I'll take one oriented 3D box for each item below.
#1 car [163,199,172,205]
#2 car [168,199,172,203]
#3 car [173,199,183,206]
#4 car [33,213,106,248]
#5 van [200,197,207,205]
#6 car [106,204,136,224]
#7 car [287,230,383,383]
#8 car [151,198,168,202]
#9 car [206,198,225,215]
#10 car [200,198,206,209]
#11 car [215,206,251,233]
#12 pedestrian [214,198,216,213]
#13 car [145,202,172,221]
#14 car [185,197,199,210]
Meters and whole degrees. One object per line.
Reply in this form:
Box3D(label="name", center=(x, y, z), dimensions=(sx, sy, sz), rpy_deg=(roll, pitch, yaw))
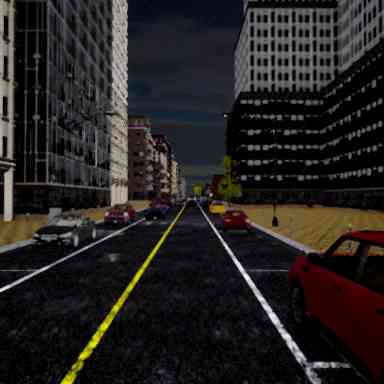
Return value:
Box3D(label="car", center=(-5.693, 2.348, 77.945), dimensions=(1.947, 1.339, 4.313), rpy_deg=(0, -1, 0))
Box3D(label="car", center=(-5.692, 2.205, 66.569), dimensions=(1.887, 1.381, 4.507), rpy_deg=(0, -1, 0))
Box3D(label="car", center=(-3.006, 2.237, 71.634), dimensions=(2.128, 1.511, 4.902), rpy_deg=(0, -1, 0))
Box3D(label="car", center=(-5.687, 1.698, 15.370), dimensions=(2.008, 1.369, 4.403), rpy_deg=(0, -1, 0))
Box3D(label="van", center=(2.656, 2.123, 77.922), dimensions=(1.690, 1.788, 3.998), rpy_deg=(0, -1, 0))
Box3D(label="car", center=(-5.687, 1.697, 26.748), dimensions=(1.967, 1.590, 4.097), rpy_deg=(0, -1, 0))
Box3D(label="car", center=(2.705, 1.354, 3.969), dimensions=(2.192, 1.841, 5.009), rpy_deg=(0, -1, 0))
Box3D(label="car", center=(-5.689, 1.857, 55.193), dimensions=(2.192, 1.841, 5.009), rpy_deg=(0, -1, 0))
Box3D(label="car", center=(2.997, 1.841, 39.799), dimensions=(1.801, 1.575, 5.366), rpy_deg=(0, -1, 0))
Box3D(label="car", center=(2.657, 2.107, 55.165), dimensions=(1.947, 1.339, 4.313), rpy_deg=(0, -1, 0))
Box3D(label="car", center=(2.676, 1.784, 21.033), dimensions=(1.802, 1.307, 4.206), rpy_deg=(0, -1, 0))
Box3D(label="pedestrian", center=(2.997, 1.709, 42.798), dimensions=(0.375, 1.860, 0.375), rpy_deg=(0, -1, 0))
Box3D(label="car", center=(-3.101, 1.892, 30.283), dimensions=(1.895, 1.301, 4.718), rpy_deg=(0, -1, 0))
Box3D(label="car", center=(-0.004, 2.026, 53.175), dimensions=(1.837, 1.490, 4.892), rpy_deg=(0, -1, 0))
